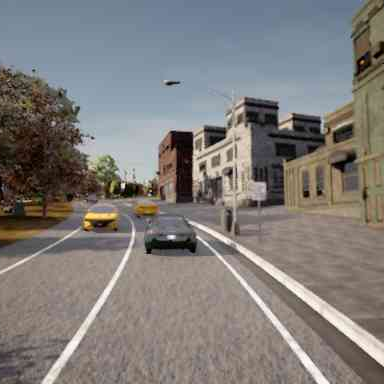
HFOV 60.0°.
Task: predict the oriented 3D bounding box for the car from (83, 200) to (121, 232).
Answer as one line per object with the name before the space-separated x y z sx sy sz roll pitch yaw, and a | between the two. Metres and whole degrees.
car | -5.440 1.479 20.448 1.882 1.535 5.008 1 0 -11

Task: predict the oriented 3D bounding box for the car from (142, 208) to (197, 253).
car | -0.965 1.588 13.928 1.994 1.385 4.181 0 0 -7

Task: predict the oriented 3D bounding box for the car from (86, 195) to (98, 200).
car | -17.755 1.324 59.227 1.837 1.490 4.892 1 0 -19

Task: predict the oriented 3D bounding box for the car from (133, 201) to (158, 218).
car | -4.441 1.544 31.420 1.882 1.535 5.008 1 0 -15
